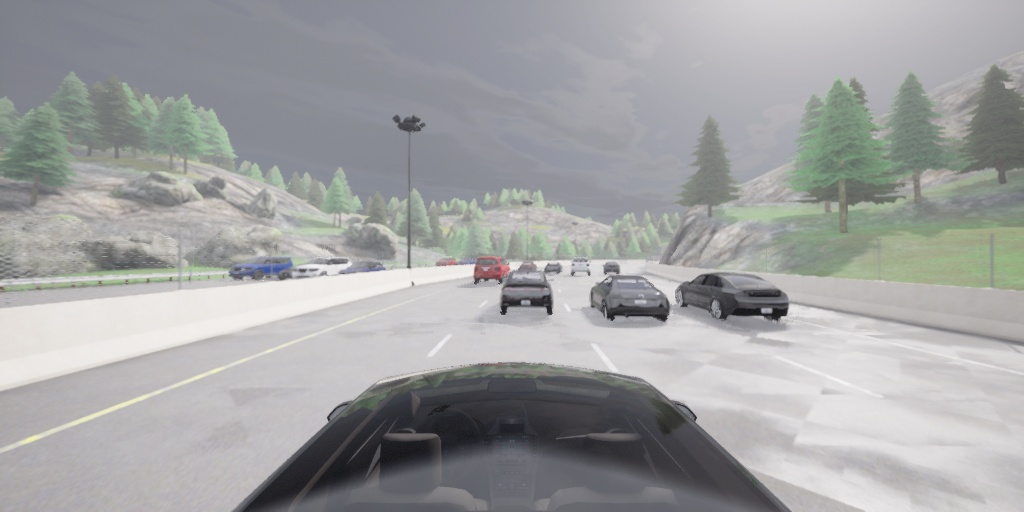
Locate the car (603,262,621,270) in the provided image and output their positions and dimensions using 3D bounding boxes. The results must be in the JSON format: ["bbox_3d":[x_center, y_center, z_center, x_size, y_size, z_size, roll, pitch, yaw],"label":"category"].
[{"bbox_3d":[12.298,1.477,44.135,1.837,1.490,4.892,-1,0,14],"label":"car"}]

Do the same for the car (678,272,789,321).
[{"bbox_3d":[7.536,1.322,12.812,1.837,1.490,4.892,0,0,4],"label":"car"}]

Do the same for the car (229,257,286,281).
[{"bbox_3d":[-22.254,1.085,32.309,2.150,2.045,5.566,0,-1,9],"label":"car"}]

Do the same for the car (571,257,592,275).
[{"bbox_3d":[8.281,1.181,42.633,2.150,2.045,5.566,0,0,13],"label":"car"}]

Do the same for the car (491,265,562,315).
[{"bbox_3d":[0.612,1.302,14.036,2.128,1.511,4.902,0,0,4],"label":"car"}]

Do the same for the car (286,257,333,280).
[{"bbox_3d":[-15.540,1.082,29.850,2.150,2.045,5.566,0,0,8],"label":"car"}]

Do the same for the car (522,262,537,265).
[{"bbox_3d":[2.166,1.494,47.016,1.812,1.442,4.674,0,0,14],"label":"car"}]

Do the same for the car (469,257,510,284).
[{"bbox_3d":[-1.479,1.097,28.322,2.150,2.045,5.566,0,0,8],"label":"car"}]

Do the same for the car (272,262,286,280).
[{"bbox_3d":[-18.722,1.429,32.102,1.994,1.385,4.181,0,0,9],"label":"car"}]

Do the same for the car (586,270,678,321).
[{"bbox_3d":[4.039,1.374,12.895,1.994,1.385,4.181,0,0,4],"label":"car"}]

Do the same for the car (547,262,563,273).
[{"bbox_3d":[5.358,1.458,45.269,2.128,1.511,4.902,0,0,14],"label":"car"}]

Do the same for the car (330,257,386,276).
[{"bbox_3d":[-12.090,1.213,29.010,2.097,1.767,4.553,0,0,8],"label":"car"}]
